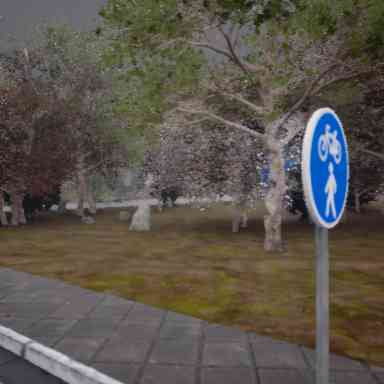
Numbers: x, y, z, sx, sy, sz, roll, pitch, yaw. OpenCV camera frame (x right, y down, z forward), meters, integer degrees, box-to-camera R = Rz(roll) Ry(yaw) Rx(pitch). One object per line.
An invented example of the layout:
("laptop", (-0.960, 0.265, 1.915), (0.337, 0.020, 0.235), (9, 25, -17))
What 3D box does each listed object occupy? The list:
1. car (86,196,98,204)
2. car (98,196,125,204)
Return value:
("car", (-17.937, 1.525, 64.859), (2.033, 1.411, 5.357), (0, 0, 36))
("car", (-14.877, 1.475, 63.194), (1.837, 1.490, 4.892), (0, 1, 37))
